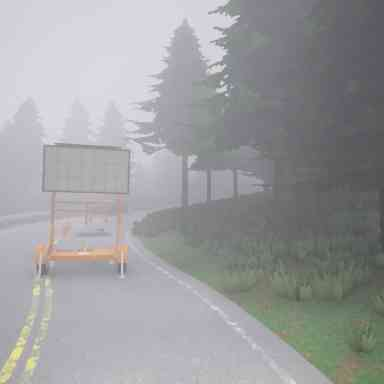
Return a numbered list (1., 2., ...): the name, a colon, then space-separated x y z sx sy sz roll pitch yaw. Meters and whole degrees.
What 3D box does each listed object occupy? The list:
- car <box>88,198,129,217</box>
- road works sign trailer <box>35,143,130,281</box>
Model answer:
1. car: -7.232 1.322 29.125 1.882 1.535 5.008 -2 0 14
2. road works sign trailer: -3.089 0.425 9.784 2.380 3.560 2.880 2 0 -15
